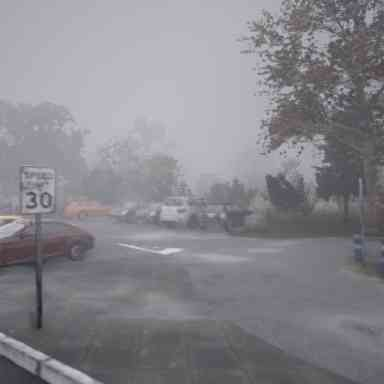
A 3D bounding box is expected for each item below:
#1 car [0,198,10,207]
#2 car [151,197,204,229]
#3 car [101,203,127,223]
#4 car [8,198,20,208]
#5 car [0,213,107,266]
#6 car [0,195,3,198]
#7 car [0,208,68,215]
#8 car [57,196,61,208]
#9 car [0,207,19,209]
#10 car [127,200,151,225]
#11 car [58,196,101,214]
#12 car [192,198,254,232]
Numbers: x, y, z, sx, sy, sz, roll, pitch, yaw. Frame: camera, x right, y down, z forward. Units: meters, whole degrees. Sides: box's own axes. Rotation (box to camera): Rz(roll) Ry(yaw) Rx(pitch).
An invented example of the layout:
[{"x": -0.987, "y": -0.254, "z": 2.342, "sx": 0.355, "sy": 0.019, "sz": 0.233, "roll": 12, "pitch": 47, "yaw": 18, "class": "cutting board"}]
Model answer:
[{"x": -17.981, "y": 1.679, "z": 36.018, "sx": 2.163, "sy": 1.488, "sz": 4.792, "roll": 0, "pitch": 0, "yaw": 36, "class": "car"}, {"x": 0.127, "y": 1.334, "z": 23.037, "sx": 2.435, "sy": 2.045, "sz": 5.566, "roll": 0, "pitch": 0, "yaw": 36, "class": "car"}, {"x": -4.491, "y": 1.476, "z": 26.369, "sx": 2.185, "sy": 1.767, "sz": 4.553, "roll": 0, "pitch": 0, "yaw": 36, "class": "car"}, {"x": -15.700, "y": 1.641, "z": 34.417, "sx": 2.097, "sy": 1.535, "sz": 5.008, "roll": 0, "pitch": 0, "yaw": 36, "class": "car"}, {"x": -5.388, "y": 1.621, "z": 10.872, "sx": 2.002, "sy": 1.452, "sz": 4.674, "roll": 0, "pitch": -1, "yaw": 36, "class": "car"}, {"x": -22.463, "y": 1.538, "z": 39.324, "sx": 2.185, "sy": 1.767, "sz": 4.553, "roll": 0, "pitch": 0, "yaw": 36, "class": "car"}, {"x": -7.649, "y": 1.585, "z": 12.254, "sx": 1.946, "sy": 1.575, "sz": 5.366, "roll": 0, "pitch": 0, "yaw": 36, "class": "car"}, {"x": -11.271, "y": 1.375, "z": 31.252, "sx": 2.435, "sy": 2.045, "sz": 5.566, "roll": 0, "pitch": 0, "yaw": 36, "class": "car"}, {"x": -9.781, "y": 1.626, "z": 14.056, "sx": 2.163, "sy": 1.488, "sz": 4.792, "roll": 0, "pitch": 0, "yaw": 36, "class": "car"}, {"x": -2.232, "y": 1.468, "z": 24.741, "sx": 2.185, "sy": 1.767, "sz": 4.553, "roll": 0, "pitch": 0, "yaw": 36, "class": "car"}, {"x": -8.945, "y": 1.492, "z": 29.503, "sx": 2.185, "sy": 1.767, "sz": 4.553, "roll": 0, "pitch": 0, "yaw": 36, "class": "car"}, {"x": 2.352, "y": 1.452, "z": 21.360, "sx": 2.185, "sy": 1.767, "sz": 4.553, "roll": 0, "pitch": 0, "yaw": 36, "class": "car"}]
